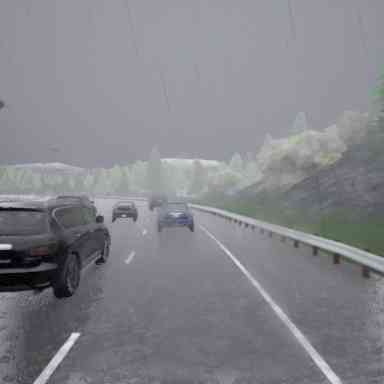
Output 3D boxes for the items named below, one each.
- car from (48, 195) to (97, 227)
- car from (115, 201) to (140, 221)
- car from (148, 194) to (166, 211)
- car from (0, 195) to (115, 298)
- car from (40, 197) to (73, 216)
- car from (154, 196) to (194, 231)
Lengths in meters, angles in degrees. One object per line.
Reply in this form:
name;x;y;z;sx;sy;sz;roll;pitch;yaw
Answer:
car;-8.529;1.238;24.360;2.150;2.045;5.566;0;0;-7
car;-5.370;1.516;27.026;1.837;1.490;4.892;0;0;-8
car;-4.214;1.231;41.372;2.150;2.045;5.566;0;0;-11
car;-3.683;1.229;8.638;2.150;2.045;5.566;0;0;-2
car;-13.410;1.378;33.280;2.097;1.767;4.553;0;0;-9
car;-1.102;1.355;20.697;2.097;1.767;4.553;0;0;-5
